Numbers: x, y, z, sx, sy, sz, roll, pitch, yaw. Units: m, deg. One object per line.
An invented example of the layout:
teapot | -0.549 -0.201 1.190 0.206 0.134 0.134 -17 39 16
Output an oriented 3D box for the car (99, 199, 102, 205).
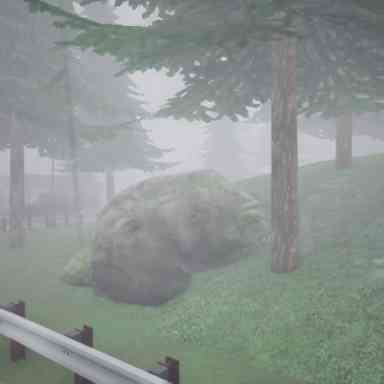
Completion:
car | -17.855 1.566 58.398 5.008 1.535 1.882 0 0 36

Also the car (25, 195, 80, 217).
car | -12.223 1.254 28.018 2.150 2.045 5.566 0 0 36
